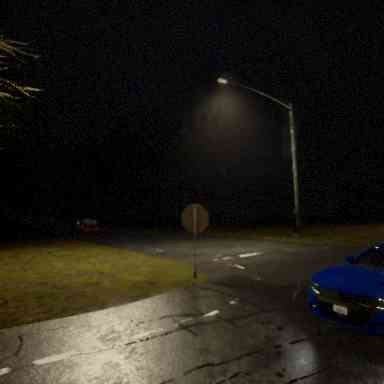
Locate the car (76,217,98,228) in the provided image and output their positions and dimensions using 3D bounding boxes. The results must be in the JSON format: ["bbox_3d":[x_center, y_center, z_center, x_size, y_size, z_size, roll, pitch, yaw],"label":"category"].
[{"bbox_3d":[-16.393,4.839,52.631,1.812,1.442,4.674,0,-3,-32],"label":"car"}]

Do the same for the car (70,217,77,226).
[{"bbox_3d":[-19.979,5.129,58.079,1.837,1.490,4.892,0,-2,-33],"label":"car"}]

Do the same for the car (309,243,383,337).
[{"bbox_3d":[4.509,1.795,6.826,5.008,1.535,1.882,4,-4,-34],"label":"car"}]
